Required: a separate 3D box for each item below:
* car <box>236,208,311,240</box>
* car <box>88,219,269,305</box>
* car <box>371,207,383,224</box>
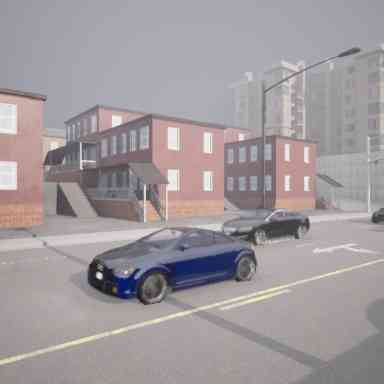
[{"bbox_3d":[3.489,1.492,15.376,4.902,1.511,2.128,0,0,-37],"label":"car"},{"bbox_3d":[-0.335,1.564,8.142,4.181,1.385,1.994,0,0,-37],"label":"car"},{"bbox_3d":[14.462,1.564,23.483,4.181,1.385,1.994,0,0,-37],"label":"car"}]
